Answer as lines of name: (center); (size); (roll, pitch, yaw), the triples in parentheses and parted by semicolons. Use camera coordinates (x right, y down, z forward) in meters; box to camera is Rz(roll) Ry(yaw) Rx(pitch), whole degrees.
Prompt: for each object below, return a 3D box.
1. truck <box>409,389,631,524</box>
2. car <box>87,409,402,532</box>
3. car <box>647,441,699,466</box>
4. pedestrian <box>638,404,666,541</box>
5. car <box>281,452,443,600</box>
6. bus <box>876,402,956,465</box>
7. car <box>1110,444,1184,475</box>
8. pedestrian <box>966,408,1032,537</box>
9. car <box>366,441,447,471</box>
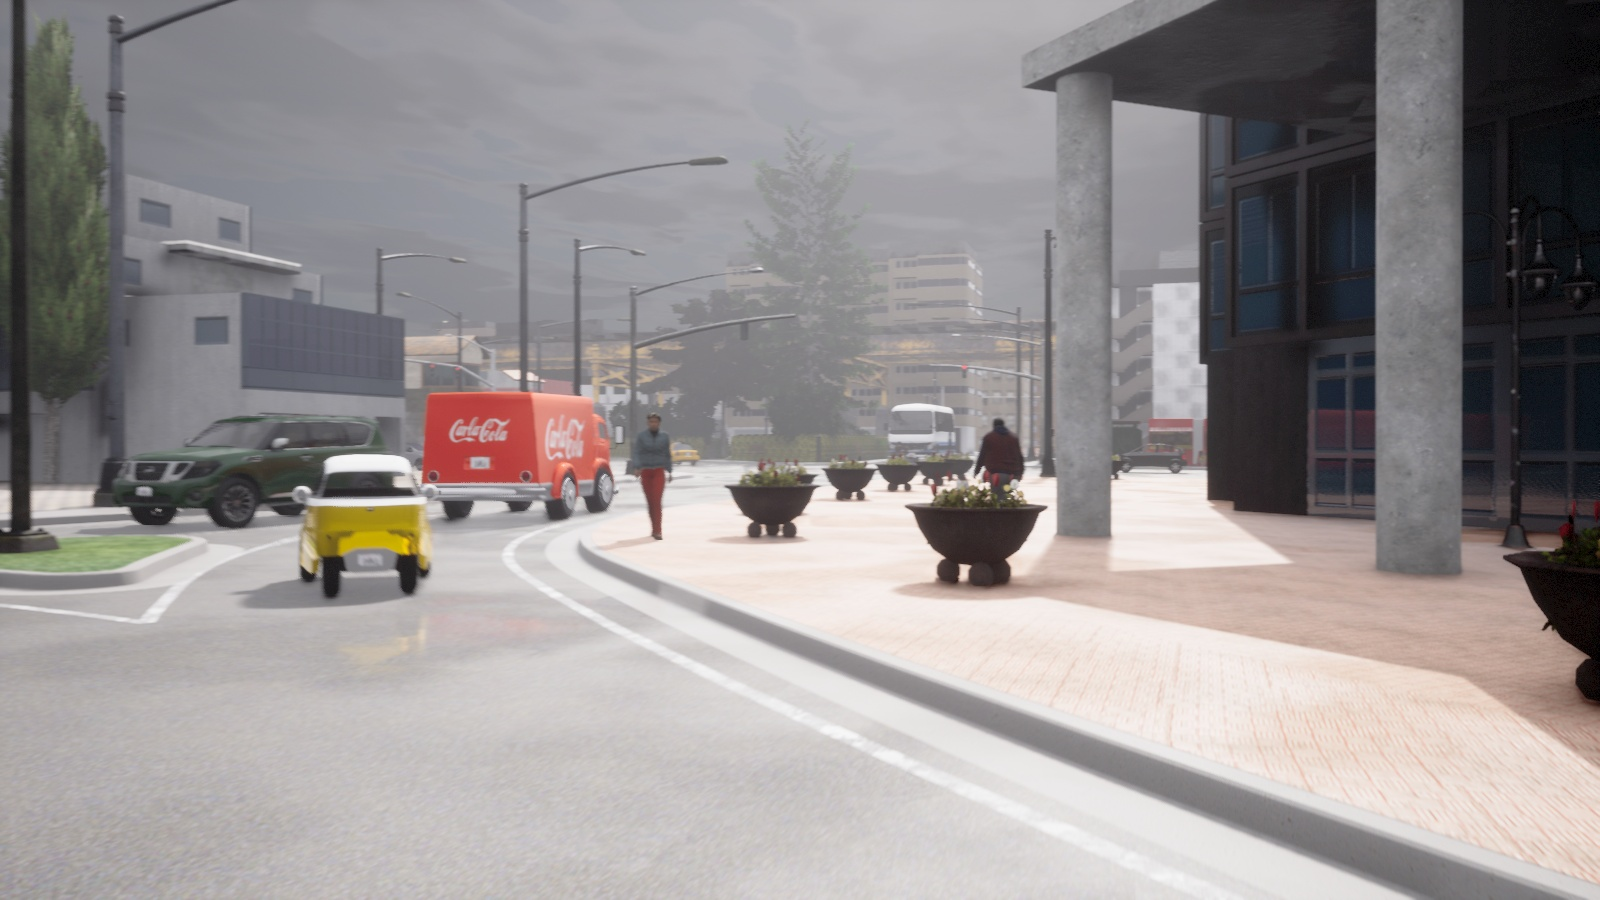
truck: (-5.540, 0.108, 25.741); (2.627, 2.467, 5.204); (0, 0, 10)
car: (-10.253, 0.319, 23.806); (2.150, 2.045, 5.566); (0, 0, 21)
car: (-8.409, 0.194, 82.770); (1.801, 1.575, 5.366); (0, 0, -24)
pedestrian: (-2.043, 0.301, 17.315); (0.353, 1.847, 0.614); (0, 0, -9)
car: (-4.620, 0.721, 13.222); (1.481, 1.376, 2.207); (0, 1, -20)
bus: (8.493, -1.128, 90.154); (3.944, 4.253, 10.273); (0, 0, 15)
car: (18.329, 0.474, 66.410); (3.705, 1.549, 1.789); (1, 1, 15)
pedestrian: (2.909, 0.321, 18.401); (0.634, 1.844, 0.899); (0, 0, -16)
car: (-20.658, 0.311, 65.974); (3.633, 1.501, 1.845); (0, 0, 15)
